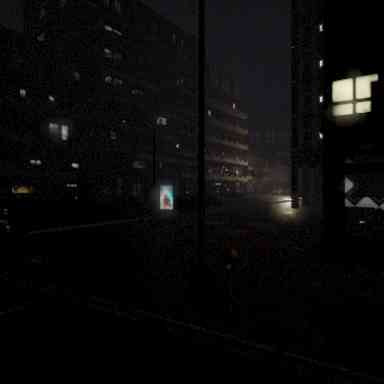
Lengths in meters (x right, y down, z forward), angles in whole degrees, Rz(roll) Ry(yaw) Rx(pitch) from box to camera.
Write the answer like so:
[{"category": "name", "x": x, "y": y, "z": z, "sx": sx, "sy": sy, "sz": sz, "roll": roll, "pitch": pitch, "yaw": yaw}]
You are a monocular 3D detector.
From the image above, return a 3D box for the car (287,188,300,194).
[{"category": "car", "x": 26.535, "y": -0.234, "z": 87.077, "sx": 1.967, "sy": 1.590, "sz": 4.097, "roll": 2, "pitch": 2, "yaw": 35}]

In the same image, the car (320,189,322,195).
[{"category": "car", "x": 27.082, "y": 0.099, "z": 73.248, "sx": 1.887, "sy": 1.381, "sz": 4.507, "roll": 1, "pitch": 2, "yaw": 35}]

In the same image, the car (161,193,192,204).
[{"category": "car", "x": -2.088, "y": 0.833, "z": 46.189, "sx": 2.008, "sy": 1.369, "sz": 4.403, "roll": 2, "pitch": 2, "yaw": 35}]

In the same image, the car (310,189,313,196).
[{"category": "car", "x": 23.901, "y": 0.101, "z": 68.701, "sx": 1.967, "sy": 1.590, "sz": 4.097, "roll": 1, "pitch": 2, "yaw": 35}]

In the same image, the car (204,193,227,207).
[{"category": "car", "x": 1.634, "y": 0.967, "z": 36.893, "sx": 1.947, "sy": 1.339, "sz": 4.313, "roll": 1, "pitch": 2, "yaw": 35}]

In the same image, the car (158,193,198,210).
[{"category": "car", "x": -1.546, "y": 1.072, "z": 32.348, "sx": 1.947, "sy": 1.339, "sz": 4.313, "roll": 1, "pitch": 2, "yaw": 35}]

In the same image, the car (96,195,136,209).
[{"category": "car", "x": -8.448, "y": 1.073, "z": 37.102, "sx": 1.802, "sy": 1.307, "sz": 4.206, "roll": 1, "pitch": 2, "yaw": 35}]

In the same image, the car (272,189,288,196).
[{"category": "car", "x": 20.174, "y": -0.020, "z": 77.989, "sx": 1.967, "sy": 1.590, "sz": 4.097, "roll": 2, "pitch": 2, "yaw": 35}]

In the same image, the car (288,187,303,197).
[{"category": "car", "x": 20.720, "y": 0.312, "z": 64.160, "sx": 1.887, "sy": 1.381, "sz": 4.507, "roll": 1, "pitch": 2, "yaw": 35}]

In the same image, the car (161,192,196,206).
[{"category": "car", "x": -1.628, "y": 0.819, "z": 42.335, "sx": 1.882, "sy": 1.535, "sz": 5.008, "roll": 0, "pitch": 1, "yaw": 35}]

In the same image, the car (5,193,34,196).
[{"category": "car", "x": -14.807, "y": 1.014, "z": 28.008, "sx": 2.192, "sy": 1.841, "sz": 5.009, "roll": 1, "pitch": 2, "yaw": 35}]

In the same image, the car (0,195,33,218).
[{"category": "car", "x": -12.722, "y": 1.209, "z": 26.504, "sx": 1.837, "sy": 1.490, "sz": 4.892, "roll": 0, "pitch": 1, "yaw": 37}]

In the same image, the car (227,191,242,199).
[{"category": "car", "x": 7.453, "y": 0.510, "z": 59.819, "sx": 1.887, "sy": 1.381, "sz": 4.507, "roll": 2, "pitch": 2, "yaw": 35}]

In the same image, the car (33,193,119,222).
[{"category": "car", "x": -7.907, "y": 1.028, "z": 23.253, "sx": 2.192, "sy": 1.841, "sz": 5.009, "roll": 1, "pitch": 2, "yaw": 35}]

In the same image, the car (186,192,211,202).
[{"category": "car", "x": 1.092, "y": 0.759, "z": 50.732, "sx": 1.802, "sy": 1.307, "sz": 4.206, "roll": 2, "pitch": 2, "yaw": 35}]

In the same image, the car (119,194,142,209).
[{"category": "car", "x": -7.295, "y": 1.019, "z": 34.255, "sx": 2.128, "sy": 1.511, "sz": 4.902, "roll": 0, "pitch": 1, "yaw": 35}]
